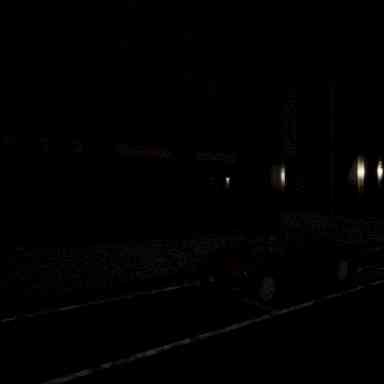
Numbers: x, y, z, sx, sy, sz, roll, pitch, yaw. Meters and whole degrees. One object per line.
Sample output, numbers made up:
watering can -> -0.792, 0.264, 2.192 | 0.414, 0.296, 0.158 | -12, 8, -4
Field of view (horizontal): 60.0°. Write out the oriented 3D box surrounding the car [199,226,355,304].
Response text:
car -> 2.242, 1.586, 8.255 | 4.507, 1.381, 1.887 | 0, 0, -36
